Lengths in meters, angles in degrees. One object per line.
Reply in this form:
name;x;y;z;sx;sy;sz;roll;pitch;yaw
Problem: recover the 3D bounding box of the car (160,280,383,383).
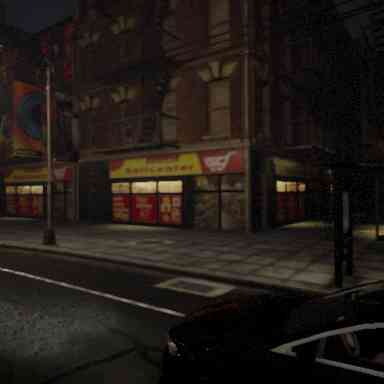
car;1.922;1.490;2.621;4.902;1.511;2.128;-1;0;35
